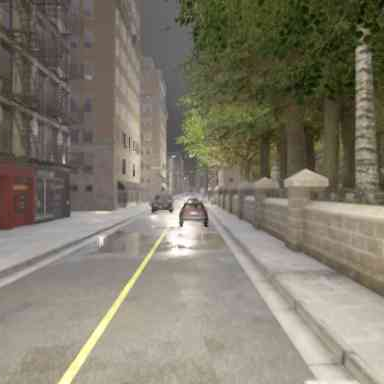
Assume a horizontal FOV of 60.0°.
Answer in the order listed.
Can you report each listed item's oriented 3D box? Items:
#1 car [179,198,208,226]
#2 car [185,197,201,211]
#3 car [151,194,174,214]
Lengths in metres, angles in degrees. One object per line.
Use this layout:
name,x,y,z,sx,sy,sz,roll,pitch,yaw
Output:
car,0.103,1.413,23.137,2.033,1.649,4.856,0,0,0
car,0.104,1.474,42.070,1.837,1.490,4.892,0,0,0
car,-3.079,1.199,35.694,2.150,2.045,5.566,0,0,0
